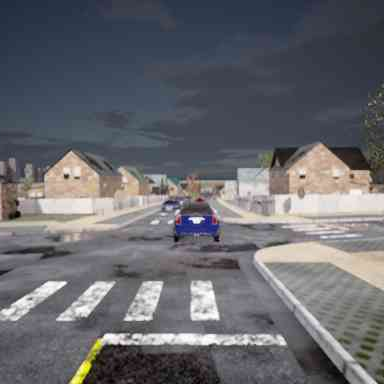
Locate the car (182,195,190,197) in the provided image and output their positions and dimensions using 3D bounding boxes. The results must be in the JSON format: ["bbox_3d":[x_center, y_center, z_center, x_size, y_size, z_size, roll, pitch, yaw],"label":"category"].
[{"bbox_3d":[-1.894,1.366,50.067,2.097,1.767,4.553,0,0,2],"label":"car"}]

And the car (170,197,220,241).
[{"bbox_3d":[0.236,1.325,16.775,2.097,1.767,4.553,0,0,1],"label":"car"}]

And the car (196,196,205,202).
[{"bbox_3d":[1.890,1.575,72.727,1.895,1.301,4.718,0,0,3],"label":"car"}]

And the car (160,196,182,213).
[{"bbox_3d":[-2.310,1.504,36.752,1.812,1.442,4.674,0,0,2],"label":"car"}]

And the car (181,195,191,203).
[{"bbox_3d":[-1.156,1.422,66.579,1.812,1.442,4.674,0,0,3],"label":"car"}]
